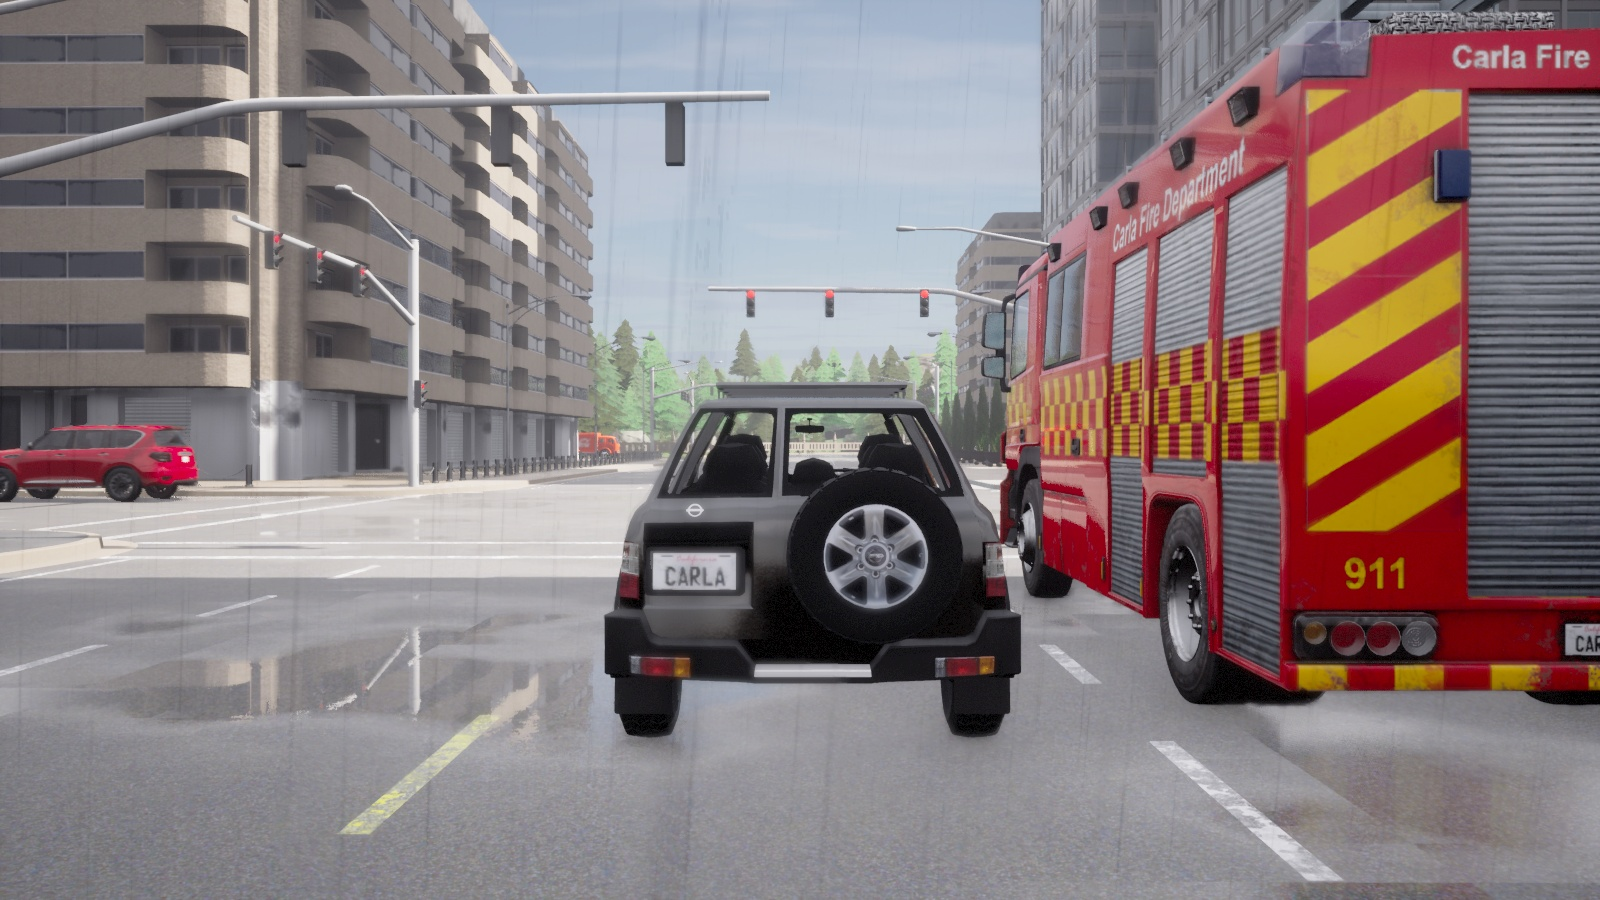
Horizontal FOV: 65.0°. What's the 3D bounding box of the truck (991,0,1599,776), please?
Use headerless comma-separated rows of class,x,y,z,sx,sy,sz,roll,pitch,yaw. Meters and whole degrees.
truck,3.573,-0.471,9.880,2.891,3.827,8.468,0,0,0

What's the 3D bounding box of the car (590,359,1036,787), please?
car,0.061,0.520,7.741,1.932,1.855,4.605,0,0,0

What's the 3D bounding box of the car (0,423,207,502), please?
car,-19.297,0.314,33.883,5.566,2.045,2.150,0,0,1
